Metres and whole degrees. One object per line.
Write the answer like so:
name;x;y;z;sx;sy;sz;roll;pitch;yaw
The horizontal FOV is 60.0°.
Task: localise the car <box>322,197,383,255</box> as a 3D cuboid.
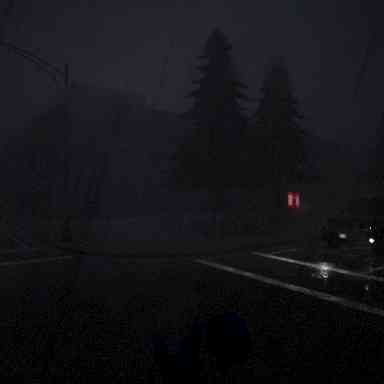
car;7.698;1.248;13.745;5.566;2.045;2.150;0;0;-37
